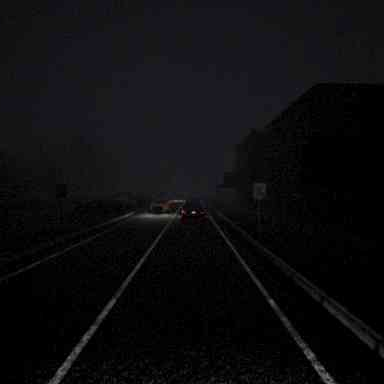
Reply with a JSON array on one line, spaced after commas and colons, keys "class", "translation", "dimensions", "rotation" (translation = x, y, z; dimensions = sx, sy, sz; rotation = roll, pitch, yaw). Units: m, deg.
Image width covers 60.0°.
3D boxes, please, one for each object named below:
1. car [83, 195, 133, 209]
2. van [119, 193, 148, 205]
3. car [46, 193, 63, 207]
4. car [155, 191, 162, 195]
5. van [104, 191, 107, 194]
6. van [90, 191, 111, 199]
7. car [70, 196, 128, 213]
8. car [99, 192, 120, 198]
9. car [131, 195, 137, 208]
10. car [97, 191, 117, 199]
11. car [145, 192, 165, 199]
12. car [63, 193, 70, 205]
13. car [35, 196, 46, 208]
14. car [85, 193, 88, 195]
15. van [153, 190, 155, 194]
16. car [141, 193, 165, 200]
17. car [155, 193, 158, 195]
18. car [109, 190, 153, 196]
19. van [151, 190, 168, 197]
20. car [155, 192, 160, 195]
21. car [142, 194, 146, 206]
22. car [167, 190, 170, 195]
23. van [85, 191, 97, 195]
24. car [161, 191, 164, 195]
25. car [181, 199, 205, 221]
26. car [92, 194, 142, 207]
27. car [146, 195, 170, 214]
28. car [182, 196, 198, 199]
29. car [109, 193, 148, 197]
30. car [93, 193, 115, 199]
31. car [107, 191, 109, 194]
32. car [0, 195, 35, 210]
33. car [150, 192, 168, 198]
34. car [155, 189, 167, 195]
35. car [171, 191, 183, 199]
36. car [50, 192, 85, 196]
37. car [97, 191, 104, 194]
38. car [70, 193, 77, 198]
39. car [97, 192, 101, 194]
[{"class": "car", "translation": [-9.387, 1.390, 36.894], "dimensions": [4.674, 1.452, 2.002], "rotation": [0, 0, 0]}, {"class": "van", "translation": [-9.398, 1.101, 53.848], "dimensions": [4.442, 1.987, 1.878], "rotation": [0, 0, 0]}, {"class": "car", "translation": [-21.900, 1.335, 48.233], "dimensions": [4.892, 1.521, 2.231], "rotation": [0, 0, 0]}, {"class": "car", "translation": [-9.189, 1.184, 67.997], "dimensions": [5.008, 1.535, 2.097], "rotation": [0, 1, 0]}, {"class": "van", "translation": [-21.848, 0.852, 73.659], "dimensions": [4.442, 1.987, 1.878], "rotation": [0, 1, 0]}, {"class": "van", "translation": [-21.810, 0.744, 79.309], "dimensions": [4.442, 1.987, 1.878], "rotation": [0, 1, 0]}, {"class": "car", "translation": [-9.431, 1.383, 34.068], "dimensions": [4.792, 1.488, 2.163], "rotation": [0, 0, 0]}, {"class": "car", "translation": [-21.638, 0.811, 87.655], "dimensions": [5.008, 1.535, 2.097], "rotation": [0, 1, 0]}, {"class": "car", "translation": [-9.370, 1.386, 39.720], "dimensions": [4.674, 1.452, 2.002], "rotation": [0, 0, 0]}, {"class": "car", "translation": [-21.691, 0.739, 84.830], "dimensions": [4.553, 1.767, 2.185], "rotation": [0, 1, 0]}, {"class": "car", "translation": [-9.140, 0.790, 82.120], "dimensions": [4.553, 1.767, 2.185], "rotation": [0, 1, 0]}, {"class": "car", "translation": [-21.846, 1.360, 50.931], "dimensions": [4.792, 1.488, 2.163], "rotation": [0, 0, 0]}, {"class": "car", "translation": [-21.925, 1.342, 42.460], "dimensions": [5.008, 1.535, 2.097], "rotation": [0, 0, 0]}, {"class": "car", "translation": [-21.817, 1.315, 59.413], "dimensions": [5.008, 1.535, 2.097], "rotation": [0, 0, 0]}, {"class": "van", "translation": [-9.364, 1.089, 59.379], "dimensions": [4.442, 1.987, 1.878], "rotation": [0, 0, 0]}, {"class": "car", "translation": [-9.311, 0.966, 79.298], "dimensions": [5.366, 1.575, 1.946], "rotation": [0, 1, 0]}, {"class": "car", "translation": [-9.232, 1.326, 62.338], "dimensions": [4.674, 1.452, 2.002], "rotation": [0, 1, 0]}, {"class": "car", "translation": [-9.270, 1.079, 51.022], "dimensions": [5.566, 2.045, 2.435], "rotation": [0, 0, 0]}, {"class": "van", "translation": [-9.156, 0.475, 93.419], "dimensions": [4.442, 1.987, 1.878], "rotation": [0, 1, 0]}, {"class": "car", "translation": [-9.209, 1.278, 65.172], "dimensions": [4.674, 1.452, 2.002], "rotation": [0, 1, 0]}, {"class": "car", "translation": [-9.328, 1.338, 45.372], "dimensions": [5.008, 1.535, 2.097], "rotation": [0, 0, 0]}, {"class": "car", "translation": [-8.905, 0.859, 84.946], "dimensions": [5.366, 1.575, 1.946], "rotation": [0, 1, 0]}, {"class": "van", "translation": [-21.666, 1.012, 65.189], "dimensions": [4.442, 1.987, 1.878], "rotation": [0, 1, 0]}, {"class": "car", "translation": [-9.163, 1.117, 73.648], "dimensions": [4.674, 1.452, 2.002], "rotation": [0, 1, 0]}, {"class": "car", "translation": [0.098, 1.533, 26.599], "dimensions": [2.033, 1.411, 5.357], "rotation": [0, 0, 0]}, {"class": "car", "translation": [-9.536, 1.339, 42.546], "dimensions": [5.366, 1.575, 1.946], "rotation": [0, 0, 0]}, {"class": "car", "translation": [-3.342, 1.429, 35.243], "dimensions": [1.882, 1.535, 5.008], "rotation": [0, 0, 0]}, {"class": "car", "translation": [0.111, 1.462, 42.921], "dimensions": [2.033, 1.411, 5.357], "rotation": [0, 0, 0]}, {"class": "car", "translation": [-9.321, 1.334, 48.196], "dimensions": [5.008, 1.535, 2.097], "rotation": [0, 0, 0]}, {"class": "car", "translation": [-21.683, 0.918, 82.009], "dimensions": [5.008, 1.535, 2.097], "rotation": [0, 1, 0]}, {"class": "car", "translation": [-21.718, 1.025, 76.487], "dimensions": [4.892, 1.521, 2.231], "rotation": [0, 1, 0]}, {"class": "car", "translation": [-21.915, 1.220, 39.761], "dimensions": [4.553, 1.767, 2.185], "rotation": [0, 0, 0]}, {"class": "car", "translation": [-9.054, 0.794, 90.598], "dimensions": [4.674, 1.452, 2.002], "rotation": [0, 1, 0]}, {"class": "car", "translation": [-9.171, 0.772, 76.467], "dimensions": [5.566, 2.045, 2.435], "rotation": [0, 1, 0]}, {"class": "car", "translation": [-3.046, 0.907, 77.416], "dimensions": [2.128, 1.511, 4.902], "rotation": [0, 1, 1]}, {"class": "car", "translation": [-21.812, 1.071, 56.578], "dimensions": [5.566, 2.045, 2.435], "rotation": [0, 0, 0]}, {"class": "car", "translation": [-21.718, 1.008, 70.714], "dimensions": [4.553, 1.767, 2.185], "rotation": [0, 1, 0]}, {"class": "car", "translation": [-21.829, 1.356, 53.755], "dimensions": [4.792, 1.488, 2.163], "rotation": [0, 0, 0]}, {"class": "car", "translation": [-21.798, 1.214, 68.020], "dimensions": [4.792, 1.488, 2.163], "rotation": [0, 1, 0]}]
